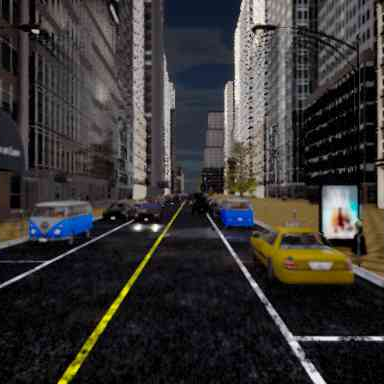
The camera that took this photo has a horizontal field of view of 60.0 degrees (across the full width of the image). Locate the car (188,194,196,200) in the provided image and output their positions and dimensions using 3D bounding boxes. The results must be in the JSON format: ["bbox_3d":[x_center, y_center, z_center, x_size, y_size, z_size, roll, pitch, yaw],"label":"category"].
[{"bbox_3d":[-0.035,1.195,79.350,1.837,1.490,4.892,0,0,0],"label":"car"}]

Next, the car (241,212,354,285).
[{"bbox_3d":[2.692,1.501,9.268,1.752,1.417,4.829,0,0,0],"label":"car"}]

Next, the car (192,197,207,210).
[{"bbox_3d":[0.881,1.398,42.112,1.837,1.490,4.892,0,0,0],"label":"car"}]

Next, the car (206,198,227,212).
[{"bbox_3d":[2.680,1.455,37.543,2.008,1.369,4.403,0,0,0],"label":"car"}]

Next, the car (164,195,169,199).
[{"bbox_3d":[-5.711,1.400,60.317,2.008,1.369,4.403,0,0,0],"label":"car"}]

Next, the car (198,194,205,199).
[{"bbox_3d":[2.655,1.340,94.432,1.947,1.339,4.313,0,0,0],"label":"car"}]

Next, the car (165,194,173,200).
[{"bbox_3d":[-5.721,1.342,83.073,1.887,1.381,4.507,0,0,0],"label":"car"}]

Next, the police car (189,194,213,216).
[{"bbox_3d":[0.885,1.343,32.221,1.930,1.638,5.238,0,0,0],"label":"police car"}]

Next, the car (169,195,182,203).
[{"bbox_3d":[-3.039,1.321,65.341,1.837,1.490,4.892,0,0,0],"label":"car"}]

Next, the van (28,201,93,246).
[{"bbox_3d":[-5.689,1.302,14.803,1.690,1.788,3.998,0,0,0],"label":"van"}]

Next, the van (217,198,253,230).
[{"bbox_3d":[2.689,1.288,20.476,1.690,1.788,3.998,0,0,0],"label":"van"}]

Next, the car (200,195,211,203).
[{"bbox_3d":[2.667,1.381,65.987,1.887,1.381,4.507,0,0,0],"label":"car"}]

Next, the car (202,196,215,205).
[{"bbox_3d":[2.672,1.414,54.610,2.008,1.369,4.403,0,0,0],"label":"car"}]

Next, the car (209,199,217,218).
[{"bbox_3d":[2.684,1.483,26.165,2.008,1.369,4.403,0,0,0],"label":"car"}]

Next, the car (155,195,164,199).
[{"bbox_3d":[-5.705,1.316,48.939,1.967,1.590,4.097,0,0,0],"label":"car"}]

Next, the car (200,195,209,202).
[{"bbox_3d":[2.665,1.405,71.677,1.802,1.307,4.206,0,0,0],"label":"car"}]

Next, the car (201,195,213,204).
[{"bbox_3d":[2.670,1.290,60.298,1.967,1.590,4.097,0,0,0],"label":"car"}]

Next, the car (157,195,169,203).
[{"bbox_3d":[-5.713,1.380,66.006,1.887,1.381,4.507,0,0,0],"label":"car"}]

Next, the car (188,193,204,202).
[{"bbox_3d":[0.878,1.103,48.141,2.150,2.045,5.566,0,0,0],"label":"car"}]

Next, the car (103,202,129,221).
[{"bbox_3d":[-5.696,1.497,26.183,1.947,1.339,4.313,0,0,0],"label":"car"}]

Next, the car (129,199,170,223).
[{"bbox_3d":[-3.112,1.482,25.239,2.033,1.411,5.357,0,0,0],"label":"car"}]

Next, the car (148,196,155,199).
[{"bbox_3d":[-5.701,1.454,37.560,2.008,1.369,4.403,0,0,0],"label":"car"}]
